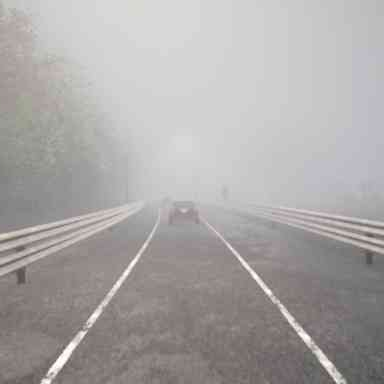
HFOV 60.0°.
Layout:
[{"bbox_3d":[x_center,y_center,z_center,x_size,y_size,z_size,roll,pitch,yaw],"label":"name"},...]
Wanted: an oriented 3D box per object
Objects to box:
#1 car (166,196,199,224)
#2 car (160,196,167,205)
[{"bbox_3d":[-0.688,1.347,24.866,2.097,1.767,4.553,0,0,-4],"label":"car"},{"bbox_3d":[-4.468,1.461,58.466,1.837,1.490,4.892,0,0,-9],"label":"car"}]
